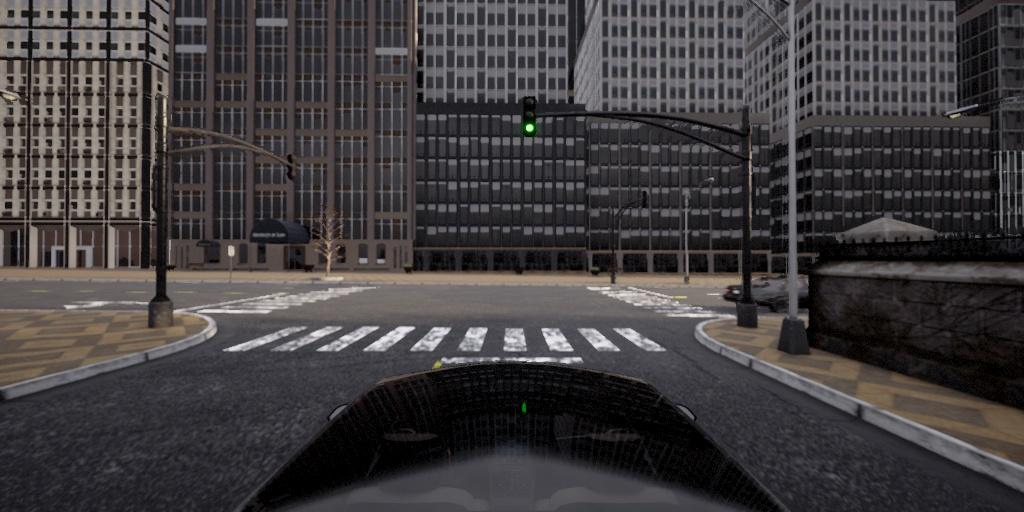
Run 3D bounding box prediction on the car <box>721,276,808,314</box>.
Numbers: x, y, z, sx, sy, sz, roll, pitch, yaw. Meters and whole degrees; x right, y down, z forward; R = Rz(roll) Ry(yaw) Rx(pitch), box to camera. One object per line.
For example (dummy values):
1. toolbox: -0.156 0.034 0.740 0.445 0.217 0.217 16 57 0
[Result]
1. car: 11.587 1.535 14.606 5.357 1.411 2.033 1 -1 -1
